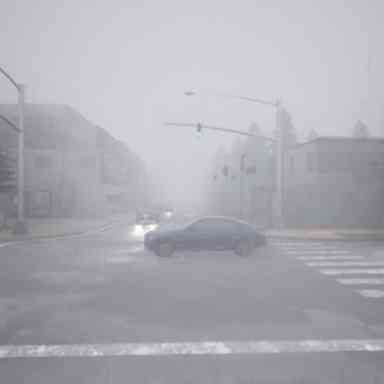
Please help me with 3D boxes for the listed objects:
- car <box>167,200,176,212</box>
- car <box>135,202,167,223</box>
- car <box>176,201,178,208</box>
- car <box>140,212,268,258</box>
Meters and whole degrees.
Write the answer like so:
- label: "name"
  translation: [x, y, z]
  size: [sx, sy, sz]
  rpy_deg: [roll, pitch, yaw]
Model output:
- label: "car"
  translation: [-3.591, 1.957, 43.708]
  size: [1.994, 1.385, 4.181]
  rpy_deg: [0, -1, 0]
- label: "car"
  translation: [-3.597, 1.746, 28.406]
  size: [2.128, 1.511, 4.902]
  rpy_deg: [0, 0, 0]
- label: "car"
  translation: [-3.492, 2.149, 60.766]
  size: [2.033, 1.411, 5.357]
  rpy_deg: [0, -1, 0]
- label: "car"
  translation: [0.516, 1.635, 12.733]
  size: [4.674, 1.442, 1.812]
  rpy_deg: [0, -1, -4]
